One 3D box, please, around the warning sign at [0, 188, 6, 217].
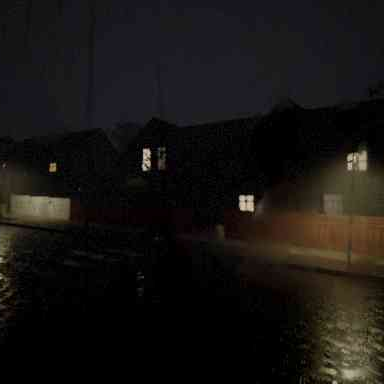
[{"bbox_3d":[-12.788,0.695,21.173,1.060,1.860,1.300,-1,1,31],"label":"warning sign"}]
